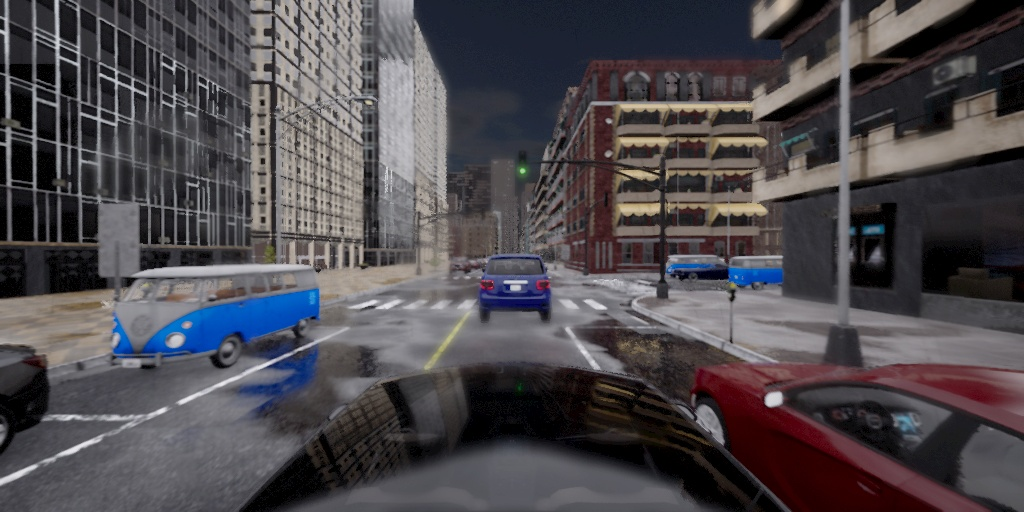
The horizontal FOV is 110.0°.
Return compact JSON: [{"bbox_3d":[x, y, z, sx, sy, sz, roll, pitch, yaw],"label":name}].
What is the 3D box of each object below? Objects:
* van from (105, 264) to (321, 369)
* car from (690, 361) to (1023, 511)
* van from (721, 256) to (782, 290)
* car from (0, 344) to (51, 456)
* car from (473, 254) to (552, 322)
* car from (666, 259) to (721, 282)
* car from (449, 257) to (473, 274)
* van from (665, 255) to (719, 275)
[{"bbox_3d":[-5.691,1.080,7.464,1.690,1.789,3.998,0,0,0],"label":"van"},{"bbox_3d":[2.688,1.294,1.939,1.888,1.381,4.507,0,0,0],"label":"car"},{"bbox_3d":[13.744,0.871,19.042,3.998,1.789,1.690,0,0,0],"label":"van"},{"bbox_3d":[-5.692,1.315,1.942,1.948,1.339,4.313,0,0,0],"label":"car"},{"bbox_3d":[0.101,0.951,12.403,2.150,2.045,5.566,0,0,0],"label":"car"},{"bbox_3d":[13.618,1.095,24.824,4.718,1.301,1.895,-1,0,-1],"label":"car"},{"bbox_3d":[-5.686,1.007,39.854,2.192,1.841,5.009,0,0,0],"label":"car"},{"bbox_3d":[13.724,0.816,27.423,3.998,1.789,1.690,0,0,0],"label":"van"}]
